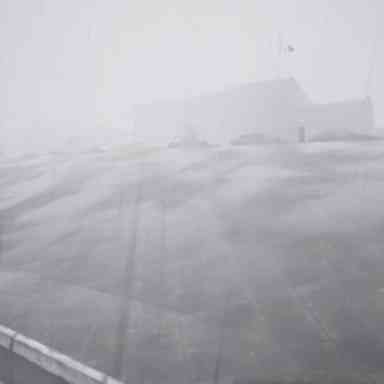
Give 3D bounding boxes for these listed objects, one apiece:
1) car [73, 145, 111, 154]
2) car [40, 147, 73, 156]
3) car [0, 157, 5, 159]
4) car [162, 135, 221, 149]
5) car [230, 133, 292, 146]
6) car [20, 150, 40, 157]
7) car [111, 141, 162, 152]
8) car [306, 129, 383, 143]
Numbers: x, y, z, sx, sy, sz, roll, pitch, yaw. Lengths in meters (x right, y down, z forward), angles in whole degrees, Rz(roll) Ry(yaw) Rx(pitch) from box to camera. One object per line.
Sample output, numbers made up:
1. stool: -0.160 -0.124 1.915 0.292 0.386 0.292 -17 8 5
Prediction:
1. car: -9.261 -3.960 33.321 4.674 1.452 2.002 2 1 33
2. car: -13.908 -4.125 36.350 4.892 1.521 2.231 1 1 34
3. car: -27.513 -4.544 45.608 4.553 1.767 2.185 1 1 34
4. car: 0.204 -3.867 27.575 4.553 1.767 2.185 2 1 31
5. car: 5.195 -3.578 24.775 4.792 1.488 2.163 2 1 29
6. car: -18.473 -4.231 39.450 4.892 1.521 2.231 1 1 34
7. car: -4.550 -3.871 30.392 5.008 1.535 2.097 2 1 32
8. car: 10.058 -3.439 22.168 4.674 1.452 2.002 2 1 28
